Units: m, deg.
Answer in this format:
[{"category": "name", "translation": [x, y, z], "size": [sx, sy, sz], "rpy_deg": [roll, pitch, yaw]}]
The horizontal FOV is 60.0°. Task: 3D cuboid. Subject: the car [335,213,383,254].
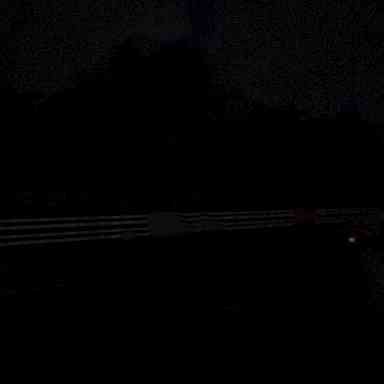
[{"category": "car", "translation": [7.931, 1.612, 13.551], "size": [5.008, 1.535, 1.882], "rpy_deg": [0, 0, -33]}]
